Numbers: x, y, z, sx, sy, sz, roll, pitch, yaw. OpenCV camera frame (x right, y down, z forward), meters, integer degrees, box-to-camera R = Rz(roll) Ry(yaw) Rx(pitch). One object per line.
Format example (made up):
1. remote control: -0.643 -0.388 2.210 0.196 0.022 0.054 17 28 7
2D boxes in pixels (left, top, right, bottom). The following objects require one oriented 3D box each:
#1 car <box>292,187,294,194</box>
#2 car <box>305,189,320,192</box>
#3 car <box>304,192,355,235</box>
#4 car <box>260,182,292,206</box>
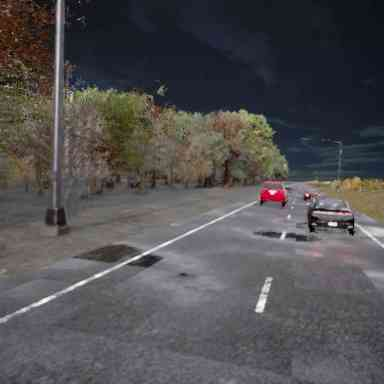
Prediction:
1. car: 15.675 -0.454 54.955 1.882 1.535 5.008 3 3 18
2. car: 14.114 0.345 39.039 1.895 1.301 4.718 3 3 18
3. car: 6.446 1.004 15.708 2.128 1.511 4.902 3 3 18
4. car: 7.498 0.118 30.050 2.150 2.045 5.566 3 3 18
